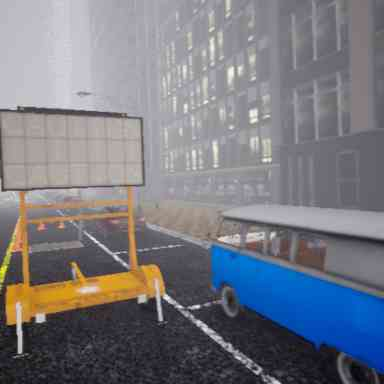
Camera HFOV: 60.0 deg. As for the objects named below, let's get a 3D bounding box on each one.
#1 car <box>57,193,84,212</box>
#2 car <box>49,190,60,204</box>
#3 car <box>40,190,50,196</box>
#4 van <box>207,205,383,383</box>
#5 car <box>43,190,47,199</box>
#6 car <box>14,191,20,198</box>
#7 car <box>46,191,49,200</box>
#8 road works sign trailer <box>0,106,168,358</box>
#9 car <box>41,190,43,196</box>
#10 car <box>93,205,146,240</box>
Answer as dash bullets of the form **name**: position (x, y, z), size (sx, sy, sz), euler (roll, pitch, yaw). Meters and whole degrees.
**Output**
- **car**: position (-10.828, 1.026, 30.129), size (1.802, 1.307, 4.206), euler (-3, 2, -26)
- **car**: position (-15.848, 0.853, 40.347), size (2.008, 1.369, 4.403), euler (-3, 2, -26)
- **car**: position (-35.924, 0.226, 81.218), size (1.887, 1.381, 4.507), euler (-3, 2, -26)
- **van**: position (1.710, 1.128, 4.577), size (1.690, 1.788, 3.998), euler (-3, 2, -26)
- **car**: position (-23.380, 0.515, 55.670), size (1.967, 1.590, 4.097), euler (-3, 2, -26)
- **car**: position (-39.963, 0.475, 76.538), size (1.837, 1.490, 4.892), euler (-3, 2, -26)
- **car**: position (-18.357, 0.779, 45.455), size (2.008, 1.369, 4.403), euler (-3, 2, -26)
- **road works sign trailer**: position (-2.064, 0.333, 6.077), size (2.380, 3.560, 2.880), euler (-3, 2, -26)
- **car**: position (-25.889, 0.438, 60.778), size (1.967, 1.590, 4.097), euler (-3, 2, -26)
- **car**: position (-3.300, 1.232, 14.802), size (1.802, 1.307, 4.206), euler (-3, 2, -26)
